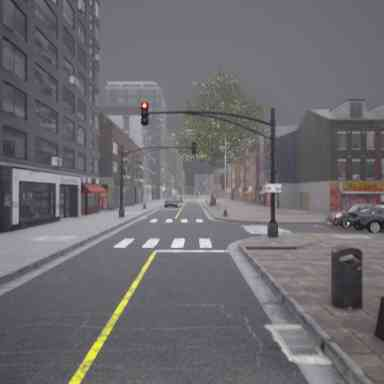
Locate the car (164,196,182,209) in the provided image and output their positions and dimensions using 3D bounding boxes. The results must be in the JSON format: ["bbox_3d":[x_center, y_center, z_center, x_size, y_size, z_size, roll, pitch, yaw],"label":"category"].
[{"bbox_3d":[-2.883,1.536,46.612,2.033,1.411,5.357,0,0,0],"label":"car"}]

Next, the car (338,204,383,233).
[{"bbox_3d":[11.387,1.564,19.059,4.892,1.490,1.837,0,0,0],"label":"car"}]

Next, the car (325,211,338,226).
[{"bbox_3d":[10.909,1.503,21.700,4.097,1.590,1.967,0,0,0],"label":"car"}]
